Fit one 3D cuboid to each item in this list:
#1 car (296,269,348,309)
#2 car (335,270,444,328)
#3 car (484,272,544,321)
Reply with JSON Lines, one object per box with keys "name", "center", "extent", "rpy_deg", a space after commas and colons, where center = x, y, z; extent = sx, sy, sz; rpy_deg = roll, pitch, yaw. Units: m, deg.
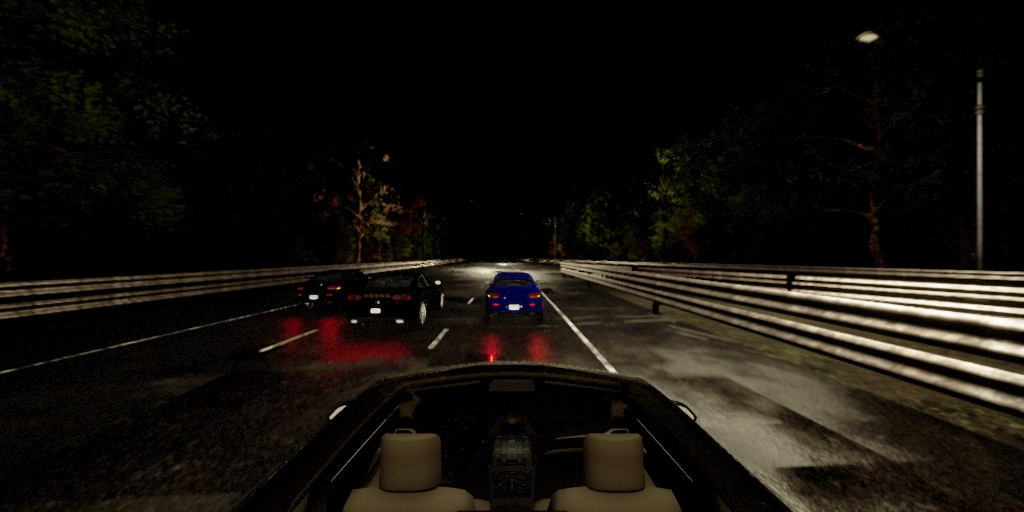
{"name": "car", "center": [-6.975, 1.276, 14.869], "extent": [1.812, 1.442, 4.674], "rpy_deg": [0, 0, -1]}
{"name": "car", "center": [-3.448, 1.227, 11.483], "extent": [1.882, 1.535, 5.008], "rpy_deg": [0, 0, 0]}
{"name": "car", "center": [0.047, 1.273, 12.374], "extent": [1.812, 1.442, 4.674], "rpy_deg": [0, 0, 0]}
